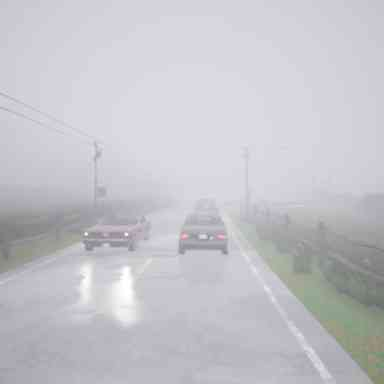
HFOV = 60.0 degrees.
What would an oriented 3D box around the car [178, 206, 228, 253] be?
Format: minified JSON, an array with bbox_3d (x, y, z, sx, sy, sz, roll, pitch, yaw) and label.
[{"bbox_3d":[0.467,1.511,13.437,2.033,1.411,5.357,0,0,3],"label":"car"}]

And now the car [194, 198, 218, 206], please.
[{"bbox_3d":[1.255,1.273,29.292,2.097,1.767,4.553,0,0,3],"label":"car"}]

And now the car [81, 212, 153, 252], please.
[{"bbox_3d":[-2.924,1.560,13.857,1.895,1.301,4.718,0,0,3],"label":"car"}]
